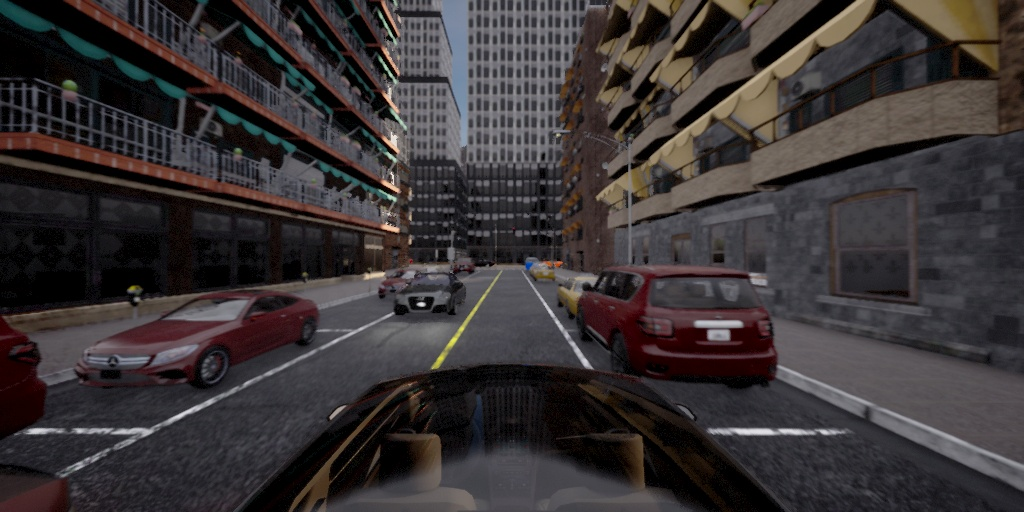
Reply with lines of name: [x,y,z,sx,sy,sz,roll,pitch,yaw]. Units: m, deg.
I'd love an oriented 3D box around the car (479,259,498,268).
car: [-4.763,1.202,61.450,5.008,1.535,1.882,0,0,34]

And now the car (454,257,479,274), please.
car: [-5.327,1.073,40.684,2.192,1.841,5.009,0,0,0]

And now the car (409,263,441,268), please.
car: [-5.321,1.277,23.593,1.751,1.417,4.829,0,0,0]

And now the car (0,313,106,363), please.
car: [-5.315,1.064,1.201,2.192,1.841,5.009,0,0,0]

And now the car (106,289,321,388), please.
car: [-5.316,1.332,6.842,1.802,1.307,4.207,0,0,0]

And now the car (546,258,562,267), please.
car: [6.769,1.216,60.722,4.553,1.767,2.097,1,0,-11]

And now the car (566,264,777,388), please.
car: [2.564,1.065,6.845,2.192,1.841,5.009,0,0,0]

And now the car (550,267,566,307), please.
car: [2.562,1.276,12.655,1.751,1.417,4.829,0,0,0]

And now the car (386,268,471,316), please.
car: [-2.842,1.312,13.211,1.994,1.385,4.181,0,0,0]

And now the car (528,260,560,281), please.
car: [2.557,1.279,29.576,1.751,1.417,4.829,0,0,0]

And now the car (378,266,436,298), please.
car: [-5.320,1.332,18.122,1.802,1.307,4.207,0,0,0]

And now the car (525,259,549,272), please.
car: [2.555,1.281,35.216,1.751,1.417,4.829,0,0,0]
